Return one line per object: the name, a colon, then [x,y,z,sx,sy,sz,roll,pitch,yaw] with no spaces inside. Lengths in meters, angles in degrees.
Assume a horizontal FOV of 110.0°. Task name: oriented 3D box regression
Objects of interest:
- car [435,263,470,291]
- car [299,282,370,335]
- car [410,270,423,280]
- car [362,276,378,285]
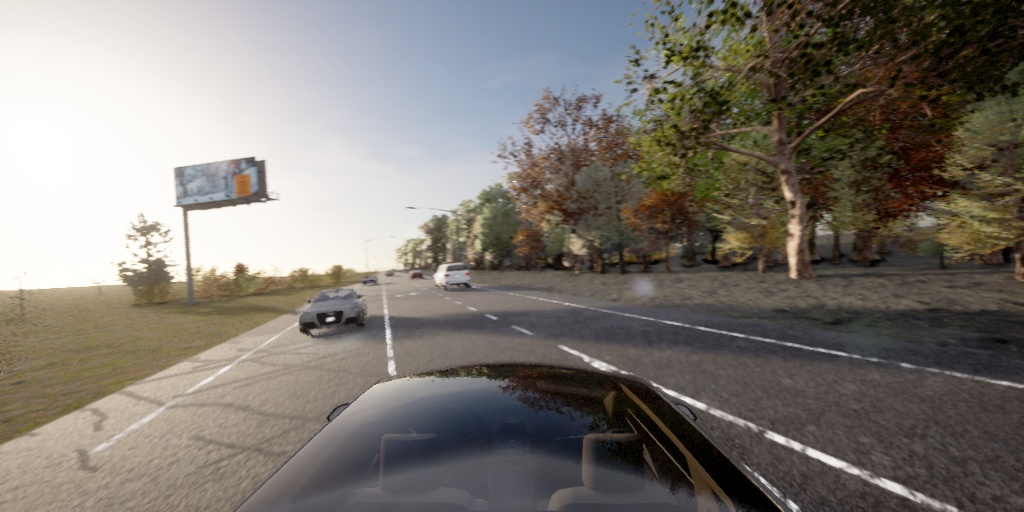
car: [-5.015,1.684,29.659,2.150,2.045,5.566,-4,-1,-20]
car: [-6.607,1.944,13.580,1.994,1.385,4.181,-4,-1,-20]
car: [-16.329,3.164,61.017,1.882,1.535,5.008,-4,-1,-20]
car: [-19.714,3.410,49.928,1.895,1.301,4.718,-4,-1,-17]
